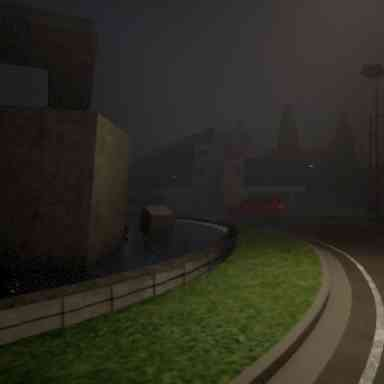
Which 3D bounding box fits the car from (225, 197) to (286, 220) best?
[{"bbox_3d":[5.882,1.482,31.067,5.566,2.045,2.150,-1,0,26],"label":"car"}]
